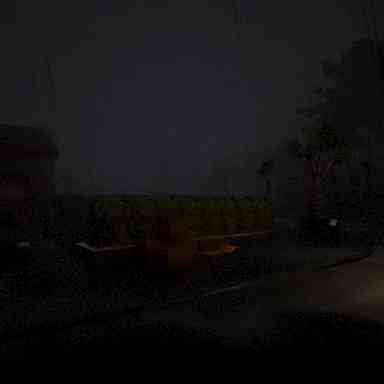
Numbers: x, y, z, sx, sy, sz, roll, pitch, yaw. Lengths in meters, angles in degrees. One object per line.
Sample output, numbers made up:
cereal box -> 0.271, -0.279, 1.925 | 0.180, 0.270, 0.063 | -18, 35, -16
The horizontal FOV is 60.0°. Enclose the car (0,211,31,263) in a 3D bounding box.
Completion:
car -> -6.510, 1.356, 10.753 | 2.033, 1.415, 5.357 | 0, 0, -33
